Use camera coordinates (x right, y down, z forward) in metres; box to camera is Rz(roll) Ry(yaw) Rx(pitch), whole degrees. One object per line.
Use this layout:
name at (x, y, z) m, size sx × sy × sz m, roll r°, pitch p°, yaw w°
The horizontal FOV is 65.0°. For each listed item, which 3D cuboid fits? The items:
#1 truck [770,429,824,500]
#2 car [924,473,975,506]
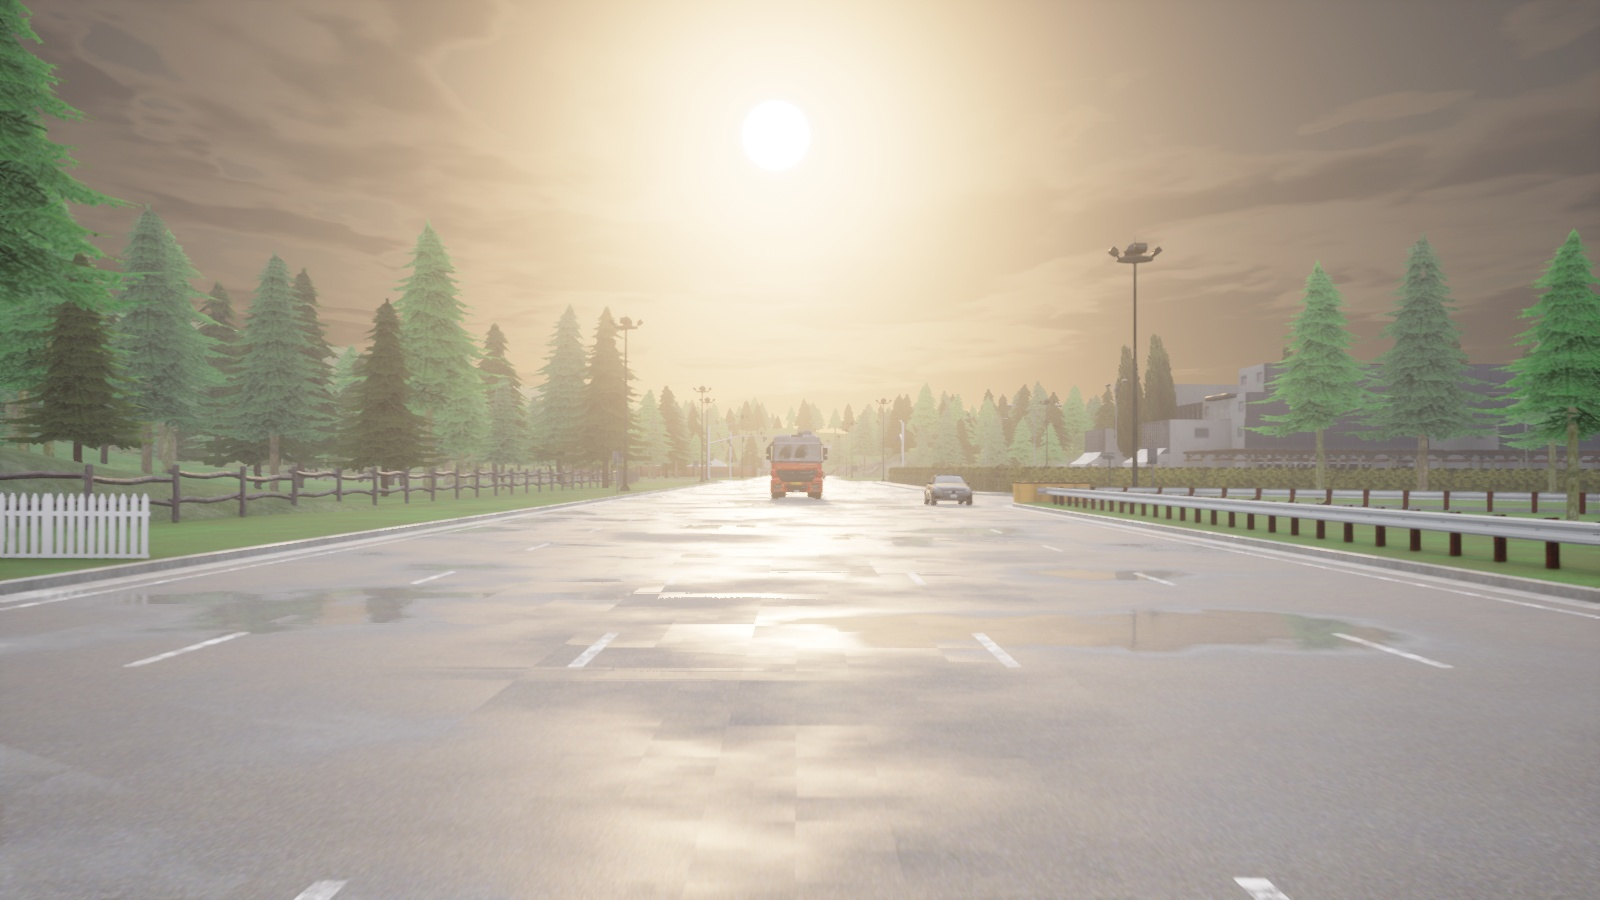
truck at (-0.172, 0.850, 71.640) m, size 2.891 × 3.827 × 8.468 m, roll 0°, pitch -1°, yaw 0°
car at (6.865, 1.785, 58.085) m, size 1.812 × 1.442 × 4.674 m, roll 0°, pitch -1°, yaw 0°
